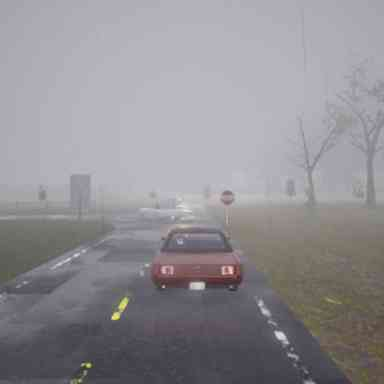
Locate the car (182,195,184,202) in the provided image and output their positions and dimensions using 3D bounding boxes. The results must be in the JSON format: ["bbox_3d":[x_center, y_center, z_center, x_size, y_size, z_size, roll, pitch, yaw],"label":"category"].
[{"bbox_3d":[-2.741,1.444,58.901,1.882,1.535,5.008,0,0,0],"label":"car"}]

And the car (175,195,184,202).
[{"bbox_3d":[-2.654,1.440,74.147,1.837,1.490,4.892,0,0,0],"label":"car"}]

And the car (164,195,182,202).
[{"bbox_3d":[-2.783,1.482,45.477,1.837,1.490,4.892,0,0,0],"label":"car"}]

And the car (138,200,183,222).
[{"bbox_3d":[-2.616,1.590,26.569,1.895,1.301,4.718,0,0,-32],"label":"car"}]

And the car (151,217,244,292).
[{"bbox_3d":[0.109,1.598,8.904,1.895,1.301,4.718,0,0,0],"label":"car"}]
